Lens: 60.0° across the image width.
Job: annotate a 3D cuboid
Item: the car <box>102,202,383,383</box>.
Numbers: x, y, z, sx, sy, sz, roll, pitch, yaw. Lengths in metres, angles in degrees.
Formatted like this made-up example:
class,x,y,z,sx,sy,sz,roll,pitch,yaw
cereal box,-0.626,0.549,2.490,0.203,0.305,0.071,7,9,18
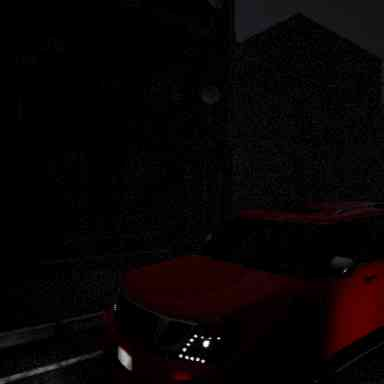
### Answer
class,x,y,z,sx,sy,sz,roll,pitch,yaw
car,1.586,1.218,4.837,5.566,2.045,2.150,-1,1,-36
